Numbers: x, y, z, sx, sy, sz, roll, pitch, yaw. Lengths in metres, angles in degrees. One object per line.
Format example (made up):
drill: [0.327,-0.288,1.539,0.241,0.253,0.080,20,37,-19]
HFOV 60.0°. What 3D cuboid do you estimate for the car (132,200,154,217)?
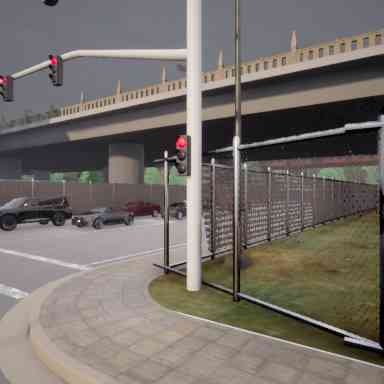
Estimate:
car: [-4.901,1.533,29.630,1.882,1.535,5.008,0,0,35]

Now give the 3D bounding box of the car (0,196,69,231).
car: [-10.576,1.277,21.628,2.150,2.045,5.566,0,0,36]

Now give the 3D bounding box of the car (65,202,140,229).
car: [-5.857,1.619,22.224,1.994,1.385,4.181,0,0,35]
